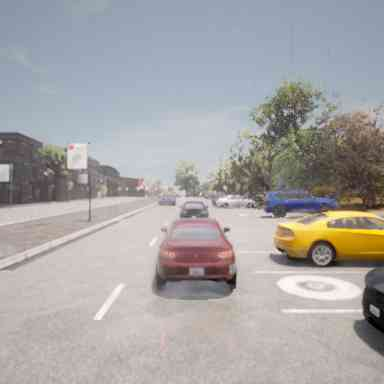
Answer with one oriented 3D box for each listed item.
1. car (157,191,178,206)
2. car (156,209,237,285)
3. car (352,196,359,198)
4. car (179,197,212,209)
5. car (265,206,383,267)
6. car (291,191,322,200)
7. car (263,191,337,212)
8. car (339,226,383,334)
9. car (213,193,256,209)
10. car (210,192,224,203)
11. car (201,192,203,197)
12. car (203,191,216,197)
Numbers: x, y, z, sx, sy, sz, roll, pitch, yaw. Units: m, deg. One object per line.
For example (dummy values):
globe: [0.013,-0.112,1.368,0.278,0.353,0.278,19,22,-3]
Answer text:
car: [-3.268,0.942,44.778,2.097,1.767,4.553,0,1,0]
car: [0.097,1.409,8.996,1.812,1.442,4.674,0,1,0]
car: [29.876,0.527,61.282,4.892,1.490,1.837,-1,-2,-1]
car: [0.119,1.298,21.716,1.812,1.442,4.674,0,1,0]
car: [5.086,1.348,10.281,5.008,1.535,2.097,0,1,0]
car: [21.004,0.628,61.178,4.902,1.511,2.128,-1,-2,0]
car: [8.297,0.919,25.718,5.566,2.045,2.150,-1,-1,11]
car: [5.091,1.412,4.713,5.008,1.535,2.097,0,1,0]
car: [5.119,1.158,38.766,4.674,1.452,2.002,0,0,0]
car: [5.131,1.093,41.914,5.008,1.535,2.097,0,0,0]
car: [5.118,0.867,75.968,4.674,1.452,2.002,0,0,0]
car: [5.188,0.724,72.797,4.553,1.767,2.185,0,0,0]
